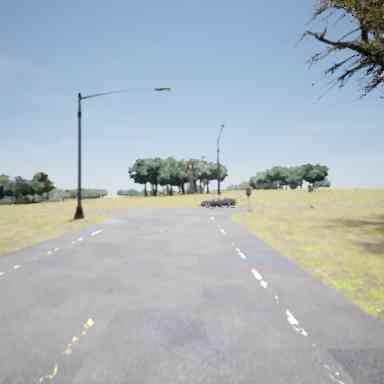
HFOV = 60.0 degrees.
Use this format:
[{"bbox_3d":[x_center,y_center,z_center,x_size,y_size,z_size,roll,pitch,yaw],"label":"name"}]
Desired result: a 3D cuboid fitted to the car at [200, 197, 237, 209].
[{"bbox_3d":[3.535,1.414,44.802,4.902,1.511,2.128,-2,-1,-1],"label":"car"}]
